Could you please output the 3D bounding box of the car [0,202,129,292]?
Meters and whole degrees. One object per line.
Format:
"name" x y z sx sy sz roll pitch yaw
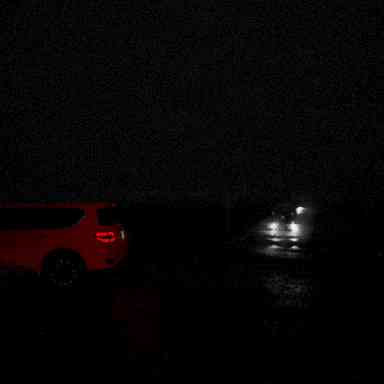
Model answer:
"car" -4.492 1.302 8.734 5.566 2.045 2.150 -1 -2 0

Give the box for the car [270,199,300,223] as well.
"car" 7.238 1.535 25.968 1.812 1.442 4.674 0 0 19

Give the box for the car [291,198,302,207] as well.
"car" 15.723 1.613 50.728 1.895 1.301 4.718 0 0 19
